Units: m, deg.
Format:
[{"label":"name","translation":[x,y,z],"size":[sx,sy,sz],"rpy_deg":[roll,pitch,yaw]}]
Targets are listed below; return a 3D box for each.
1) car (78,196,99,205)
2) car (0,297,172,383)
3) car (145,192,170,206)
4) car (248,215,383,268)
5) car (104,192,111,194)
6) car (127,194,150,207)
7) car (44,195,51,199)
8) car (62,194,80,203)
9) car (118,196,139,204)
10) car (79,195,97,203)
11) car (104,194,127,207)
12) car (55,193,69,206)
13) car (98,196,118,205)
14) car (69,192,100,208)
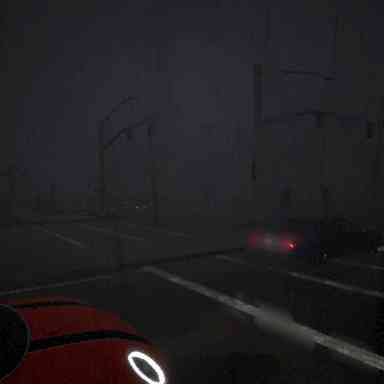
[{"label":"car","translation":[-17.400,1.389,55.725],"size":[1.837,1.490,4.892],"rpy_deg":[0,0,-36]},{"label":"car","translation":[-2.323,1.357,2.090],"size":[4.553,1.767,2.097],"rpy_deg":[0,0,-36]},{"label":"car","translation":[-5.556,1.060,51.311],"size":[2.150,2.045,5.566],"rpy_deg":[0,0,-36]},{"label":"car","translation":[4.293,1.484,11.115],"size":[5.357,1.411,2.033],"rpy_deg":[0,0,-35]},{"label":"car","translation":[-17.726,1.064,68.140],"size":[2.150,2.045,5.566],"rpy_deg":[0,0,-36]},{"label":"car","translation":[-8.809,1.408,49.821],"size":[2.033,1.411,5.357],"rpy_deg":[0,0,-36]},{"label":"car","translation":[-26.701,1.385,62.630],"size":[1.882,1.535,5.008],"rpy_deg":[0,0,-36]},{"label":"car","translation":[-23.415,1.236,64.063],"size":[2.097,1.767,4.553],"rpy_deg":[0,0,-36]},{"label":"car","translation":[-11.439,1.402,59.462],"size":[1.994,1.385,4.181],"rpy_deg":[0,0,-37]},{"label":"car","translation":[-20.815,1.339,66.438],"size":[1.882,1.535,5.008],"rpy_deg":[0,0,-36]},{"label":"car","translation":[-11.807,1.431,47.990],"size":[2.033,1.411,5.357],"rpy_deg":[0,0,-36]},{"label":"car","translation":[-20.775,1.128,54.403],"size":[2.150,2.045,5.566],"rpy_deg":[0,0,-36]},{"label":"car","translation":[-14.694,1.462,57.979],"size":[1.895,1.301,4.718],"rpy_deg":[0,0,-36]},{"label":"car","translation":[-14.840,1.127,46.201],"size":[2.150,2.045,5.566],"rpy_deg":[0,0,-35]}]
